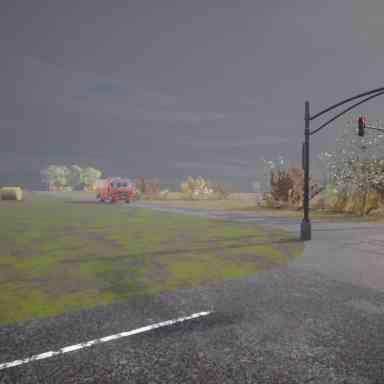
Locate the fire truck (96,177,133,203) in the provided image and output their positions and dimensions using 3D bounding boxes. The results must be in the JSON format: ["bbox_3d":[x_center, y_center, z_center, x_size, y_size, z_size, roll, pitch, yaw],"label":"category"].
[{"bbox_3d":[-11.796,-0.354,50.011,2.891,3.827,8.468,1,0,-32],"label":"fire truck"}]
